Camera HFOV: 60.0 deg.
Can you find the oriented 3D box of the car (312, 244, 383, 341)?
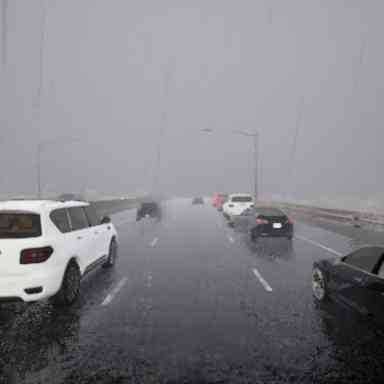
[{"bbox_3d":[3.508,1.493,5.180,2.163,1.488,4.792,0,0,0],"label":"car"}]

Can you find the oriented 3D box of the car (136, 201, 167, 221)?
[{"bbox_3d":[-3.181,1.455,26.371,1.837,1.490,4.892,0,0,1],"label":"car"}]

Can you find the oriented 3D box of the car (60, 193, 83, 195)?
[{"bbox_3d":[-13.680,1.165,37.013,2.150,2.045,5.566,0,0,1],"label":"car"}]

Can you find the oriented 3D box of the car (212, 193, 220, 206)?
[{"bbox_3d":[4.212,1.173,48.865,2.150,2.045,5.566,0,0,2],"label":"car"}]

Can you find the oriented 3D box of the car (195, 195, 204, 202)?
[{"bbox_3d":[1.718,1.502,76.411,1.994,1.385,4.181,0,0,3],"label":"car"}]

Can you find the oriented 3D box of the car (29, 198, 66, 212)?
[{"bbox_3d":[-17.113,1.491,39.713,2.033,1.411,5.357,0,0,2],"label":"car"}]

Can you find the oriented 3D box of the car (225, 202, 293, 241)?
[{"bbox_3d":[3.369,1.470,16.612,2.163,1.488,4.792,0,0,-7],"label":"car"}]

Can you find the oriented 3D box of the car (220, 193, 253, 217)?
[{"bbox_3d":[3.721,1.173,27.025,2.150,2.045,5.566,0,0,1],"label":"car"}]

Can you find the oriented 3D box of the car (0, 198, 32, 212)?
[{"bbox_3d":[-20.633,1.468,38.666,1.812,1.442,4.674,0,0,1],"label":"car"}]

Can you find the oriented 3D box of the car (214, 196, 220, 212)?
[{"bbox_3d":[3.931,1.509,37.916,1.994,1.385,4.181,0,0,1],"label":"car"}]

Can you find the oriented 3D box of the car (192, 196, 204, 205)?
[{"bbox_3d":[0.977,1.524,58.065,1.994,1.385,4.181,0,0,2],"label":"car"}]

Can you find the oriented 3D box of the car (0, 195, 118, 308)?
[{"bbox_3d":[-3.373,1.203,8.011,2.150,2.045,5.566,0,0,0],"label":"car"}]
